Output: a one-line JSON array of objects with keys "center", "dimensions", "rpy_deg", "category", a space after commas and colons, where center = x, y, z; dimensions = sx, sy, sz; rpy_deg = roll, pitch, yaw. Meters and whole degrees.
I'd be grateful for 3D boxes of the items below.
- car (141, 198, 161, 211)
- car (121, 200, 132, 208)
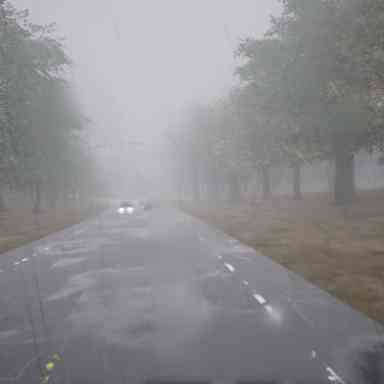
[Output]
[{"center": [-5.542, 1.592, 46.074], "dimensions": [2.097, 1.767, 4.553], "rpy_deg": [-2, 0, -10], "category": "car"}, {"center": [-11.442, 2.064, 58.095], "dimensions": [1.895, 1.301, 4.718], "rpy_deg": [-2, 0, -11], "category": "car"}]
